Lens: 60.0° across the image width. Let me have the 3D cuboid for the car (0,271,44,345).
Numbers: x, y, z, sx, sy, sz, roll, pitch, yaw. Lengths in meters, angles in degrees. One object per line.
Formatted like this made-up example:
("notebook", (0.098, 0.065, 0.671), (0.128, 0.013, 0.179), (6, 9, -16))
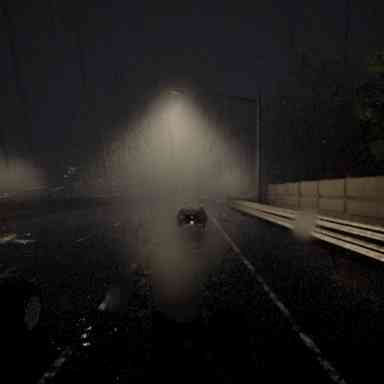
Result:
("car", (-3.402, 1.525, 3.685), (1.812, 1.442, 4.674), (0, 0, 0))

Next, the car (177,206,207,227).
("car", (-0.004, 1.609, 22.956), (1.895, 1.301, 4.718), (0, 0, 0))
